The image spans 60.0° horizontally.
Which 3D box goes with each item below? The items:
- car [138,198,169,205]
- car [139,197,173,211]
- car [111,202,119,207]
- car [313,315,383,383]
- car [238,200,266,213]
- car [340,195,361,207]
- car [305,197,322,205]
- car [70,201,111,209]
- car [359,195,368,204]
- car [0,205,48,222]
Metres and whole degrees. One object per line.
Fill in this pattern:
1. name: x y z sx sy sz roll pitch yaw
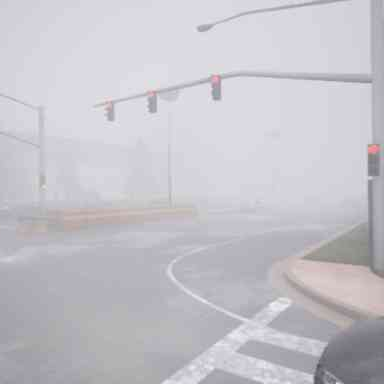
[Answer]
1. car: -5.101 1.781 39.658 2.033 1.411 5.357 -1 0 34
2. car: -4.918 1.613 46.101 2.097 1.767 4.553 -1 0 34
3. car: -10.464 1.793 38.033 1.837 1.490 4.892 -1 0 35
4. car: 3.217 1.460 1.794 4.902 1.511 2.128 -1 0 37
5. car: 6.919 1.615 38.275 1.812 1.442 4.674 -1 0 34
6. car: 24.056 1.551 50.874 1.895 1.301 4.718 -1 0 34
7. car: 21.877 1.563 60.039 2.033 1.411 5.357 -1 0 35
8. car: -10.355 1.823 32.009 1.994 1.385 4.181 -1 0 34
9. car: 31.342 1.264 61.060 2.097 1.767 4.553 -1 0 38
10. car: -15.803 1.862 30.256 2.033 1.411 5.357 -1 0 34
